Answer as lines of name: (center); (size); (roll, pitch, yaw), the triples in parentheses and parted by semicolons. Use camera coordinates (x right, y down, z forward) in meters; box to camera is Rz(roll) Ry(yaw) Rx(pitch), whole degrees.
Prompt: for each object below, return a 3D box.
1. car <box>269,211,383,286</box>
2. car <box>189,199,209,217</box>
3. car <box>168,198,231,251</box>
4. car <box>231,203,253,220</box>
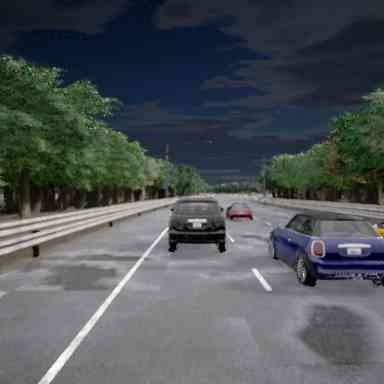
car: (3.668, 1.362, 9.602); (2.097, 1.767, 4.553); (0, 0, 1)
car: (0.697, 1.563, 33.475); (1.882, 1.535, 5.008); (0, 0, 2)
car: (0.220, 1.241, 14.243); (2.150, 2.045, 5.566); (0, 0, 1)
car: (4.058, 1.632, 29.039); (1.994, 1.385, 4.181); (0, 0, 2)
